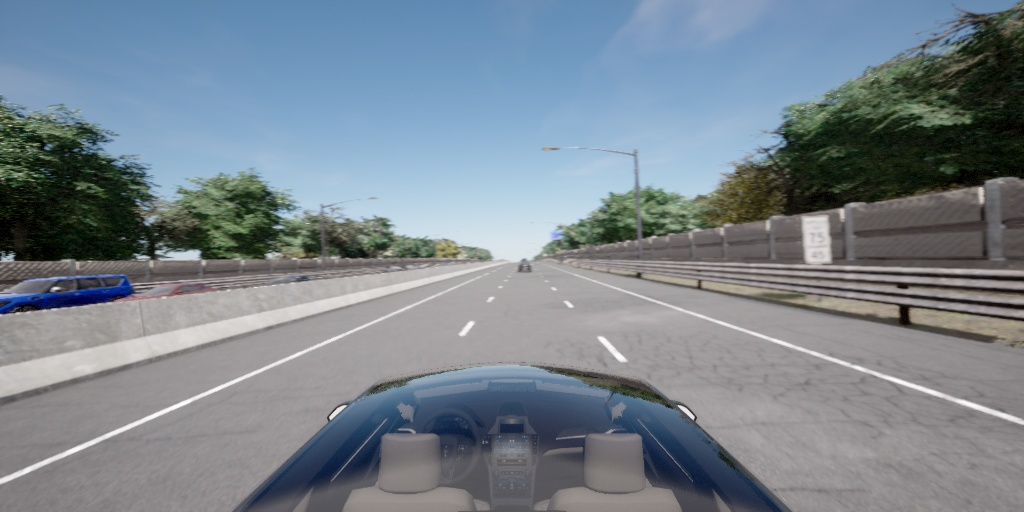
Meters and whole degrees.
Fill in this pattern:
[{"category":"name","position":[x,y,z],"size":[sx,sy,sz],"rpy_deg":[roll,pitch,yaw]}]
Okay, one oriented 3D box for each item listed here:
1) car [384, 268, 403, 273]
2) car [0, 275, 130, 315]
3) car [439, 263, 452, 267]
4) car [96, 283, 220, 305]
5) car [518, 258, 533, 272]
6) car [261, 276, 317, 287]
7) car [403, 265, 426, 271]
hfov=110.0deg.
[{"category":"car","position":[-18.950,2.546,57.654],"size":[1.895,1.301,4.718],"rpy_deg":[-2,0,3]},{"category":"car","position":[-20.482,1.951,16.130],"size":[2.150,2.045,5.566],"rpy_deg":[-2,0,2]},{"category":"car","position":[-11.762,2.045,63.160],"size":[2.097,1.767,4.553],"rpy_deg":[-2,0,2]},{"category":"car","position":[-16.903,2.114,17.857],"size":[1.812,1.442,4.674],"rpy_deg":[-2,0,2]},{"category":"car","position":[1.874,1.548,51.863],"size":[1.837,1.490,4.892],"rpy_deg":[-2,-3,3]},{"category":"car","position":[-13.286,1.961,21.216],"size":[1.837,1.490,4.892],"rpy_deg":[-2,0,2]},{"category":"car","position":[-15.439,2.289,58.323],"size":[2.128,1.511,4.902],"rpy_deg":[-2,0,3]}]
